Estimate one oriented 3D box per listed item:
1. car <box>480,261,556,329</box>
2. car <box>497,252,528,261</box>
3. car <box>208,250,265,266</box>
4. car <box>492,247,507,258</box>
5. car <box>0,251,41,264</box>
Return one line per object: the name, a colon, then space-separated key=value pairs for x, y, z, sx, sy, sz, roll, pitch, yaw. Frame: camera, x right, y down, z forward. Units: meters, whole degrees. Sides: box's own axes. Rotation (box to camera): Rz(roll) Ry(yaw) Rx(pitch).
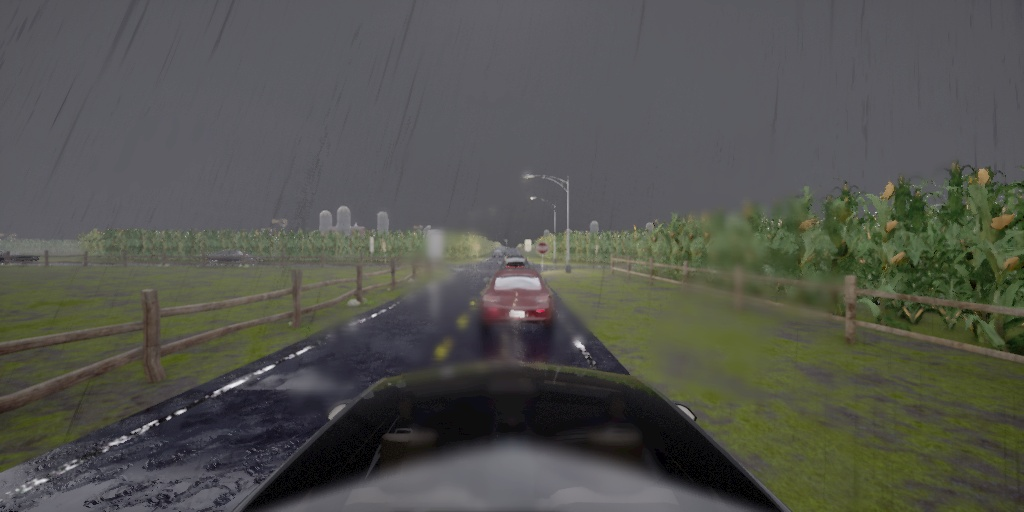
car: x=0.145 y=1.048 z=10.148 sx=1.812 sy=1.442 sz=4.674 roll=0 pitch=2 yaw=0
car: x=0.206 y=0.707 z=21.912 sx=1.837 sy=1.490 sz=4.892 roll=0 pitch=2 yaw=0
car: x=-26.877 y=0.196 z=35.092 sx=4.892 sy=1.490 sz=1.837 roll=0 pitch=1 yaw=1
car: x=-2.452 y=-0.382 z=62.761 sx=2.033 sy=1.411 sz=5.357 roll=0 pitch=2 yaw=1
car: x=-50.018 y=0.181 z=35.531 sx=4.718 sy=1.301 sz=1.895 roll=0 pitch=1 yaw=1
